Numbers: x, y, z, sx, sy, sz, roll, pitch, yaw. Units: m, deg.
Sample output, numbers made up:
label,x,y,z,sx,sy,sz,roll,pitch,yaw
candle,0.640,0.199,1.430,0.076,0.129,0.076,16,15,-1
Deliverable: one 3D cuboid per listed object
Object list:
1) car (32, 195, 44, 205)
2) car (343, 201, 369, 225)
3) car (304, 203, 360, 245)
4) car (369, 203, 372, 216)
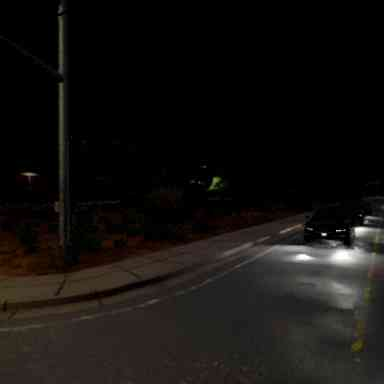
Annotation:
label,x,y,z,sx,sy,sz,roll,pitch,yaw
car,-33.173,1.617,71.698,1.905,1.878,3.866,6,0,-16
car,11.420,1.496,23.939,1.837,1.490,4.892,0,0,30
car,6.644,1.494,15.768,1.837,1.490,4.892,0,0,30
car,16.433,1.558,32.499,1.994,1.385,4.181,0,0,30
